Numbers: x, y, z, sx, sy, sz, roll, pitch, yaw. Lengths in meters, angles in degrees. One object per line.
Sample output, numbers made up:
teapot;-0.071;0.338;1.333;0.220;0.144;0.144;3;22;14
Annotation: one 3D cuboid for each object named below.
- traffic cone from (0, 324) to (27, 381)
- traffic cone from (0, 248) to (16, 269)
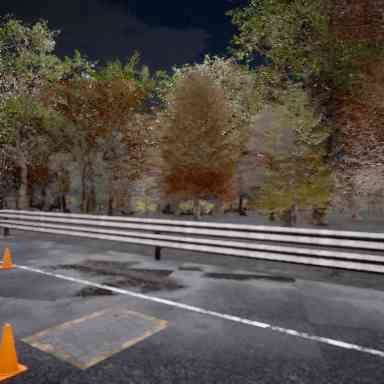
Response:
traffic cone;-2.310;1.954;4.165;0.340;0.580;0.340;0;0;34
traffic cone;-5.560;1.972;10.035;0.340;0.580;0.340;0;0;34
